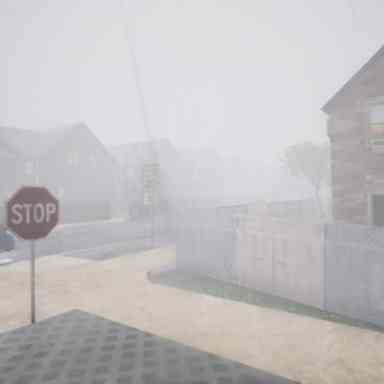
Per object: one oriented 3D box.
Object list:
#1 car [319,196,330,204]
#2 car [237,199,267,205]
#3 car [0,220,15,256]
[{"bbox_3d":[17.594,1.224,43.539,1.994,1.385,4.181,-2,-1,36],"label":"car"},{"bbox_3d":[5.123,1.268,26.537,1.882,1.535,5.008,-2,-1,36],"label":"car"},{"bbox_3d":[-7.830,1.209,8.791,2.150,2.045,5.566,-2,0,36],"label":"car"}]
